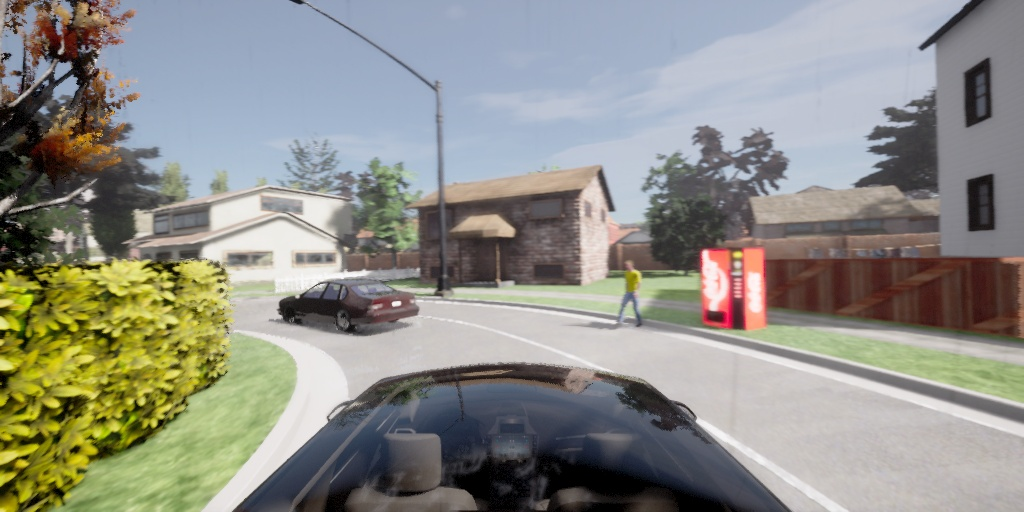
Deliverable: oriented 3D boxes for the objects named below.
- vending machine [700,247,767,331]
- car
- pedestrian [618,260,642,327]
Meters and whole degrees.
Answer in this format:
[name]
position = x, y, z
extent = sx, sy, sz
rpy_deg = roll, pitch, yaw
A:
[vending machine]
position = 5.424, 0.791, 8.778
extent = 1.100, 2.100, 0.880
rpy_deg = 0, 0, -24
[car]
position = -5.348, 1.448, 11.441
extent = 5.357, 1.411, 2.033
rpy_deg = -2, 0, 33
[pedestrian]
position = 3.106, 0.955, 9.383
extent = 0.375, 1.860, 0.375
rpy_deg = -2, 0, -29
